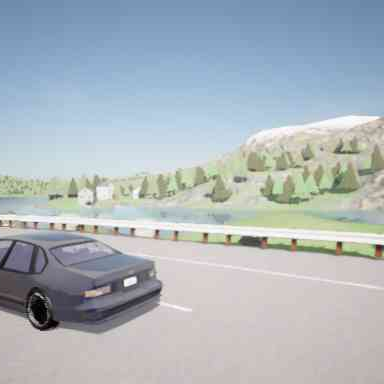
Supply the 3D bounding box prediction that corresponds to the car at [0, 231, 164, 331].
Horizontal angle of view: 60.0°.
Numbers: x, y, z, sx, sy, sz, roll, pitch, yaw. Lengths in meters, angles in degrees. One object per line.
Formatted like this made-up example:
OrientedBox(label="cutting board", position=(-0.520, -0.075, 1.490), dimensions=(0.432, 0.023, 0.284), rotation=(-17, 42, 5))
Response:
OrientedBox(label="car", position=(-3.153, 1.551, 6.831), dimensions=(5.357, 1.411, 2.033), rotation=(-1, 0, 32))
